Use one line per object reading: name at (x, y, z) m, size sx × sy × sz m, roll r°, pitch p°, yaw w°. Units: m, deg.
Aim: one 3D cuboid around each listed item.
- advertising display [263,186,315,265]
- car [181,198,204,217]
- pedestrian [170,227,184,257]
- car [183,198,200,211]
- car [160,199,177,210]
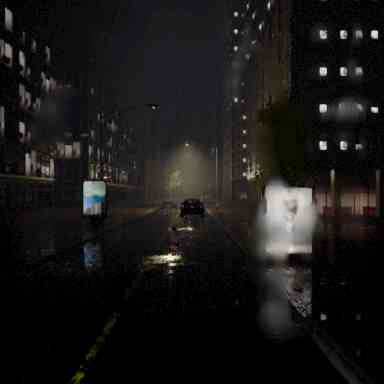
advertising display at (2.997, 1.022, 10.345) m, size 1.540 × 2.440 × 0.280 m, roll 0°, pitch 0°, yaw 0°
car at (0.035, 1.363, 31.244) m, size 2.097 × 1.767 × 4.553 m, roll 0°, pitch 0°, yaw 0°
pedestrian at (-0.575, 1.671, 11.463) m, size 0.500 × 1.100 × 0.500 m, roll 0°, pitch 0°, yaw -2°
car at (-0.009, 1.566, 42.934) m, size 2.033 × 1.411 × 5.357 m, roll 0°, pitch 0°, yaw 0°
car at (-2.906, 1.582, 42.745) m, size 1.994 × 1.385 × 4.181 m, roll 0°, pitch 0°, yaw 0°
